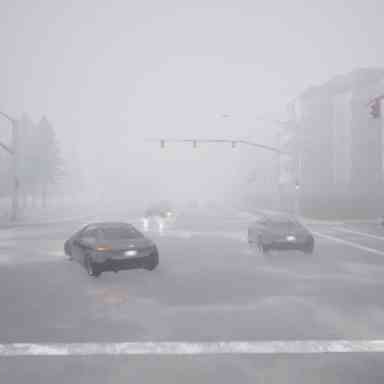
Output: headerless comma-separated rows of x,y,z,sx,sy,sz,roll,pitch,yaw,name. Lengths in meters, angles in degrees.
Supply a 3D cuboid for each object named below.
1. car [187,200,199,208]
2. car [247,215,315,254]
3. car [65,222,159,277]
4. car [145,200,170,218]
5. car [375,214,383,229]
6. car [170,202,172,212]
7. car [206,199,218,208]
0.084,1.978,55.900,1.994,1.385,4.181,0,0,0,car
3.595,1.670,14.100,1.994,1.385,4.181,0,0,0,car
-2.711,1.644,10.749,1.994,1.385,4.181,1,-1,-31,car
-3.593,1.774,33.472,1.812,1.442,4.674,0,0,0,car
14.060,1.646,20.721,4.902,1.511,2.128,0,0,-1,car
-3.587,1.826,43.364,1.837,1.490,4.892,0,0,0,car
3.483,1.919,57.678,2.128,1.511,4.902,0,0,0,car
